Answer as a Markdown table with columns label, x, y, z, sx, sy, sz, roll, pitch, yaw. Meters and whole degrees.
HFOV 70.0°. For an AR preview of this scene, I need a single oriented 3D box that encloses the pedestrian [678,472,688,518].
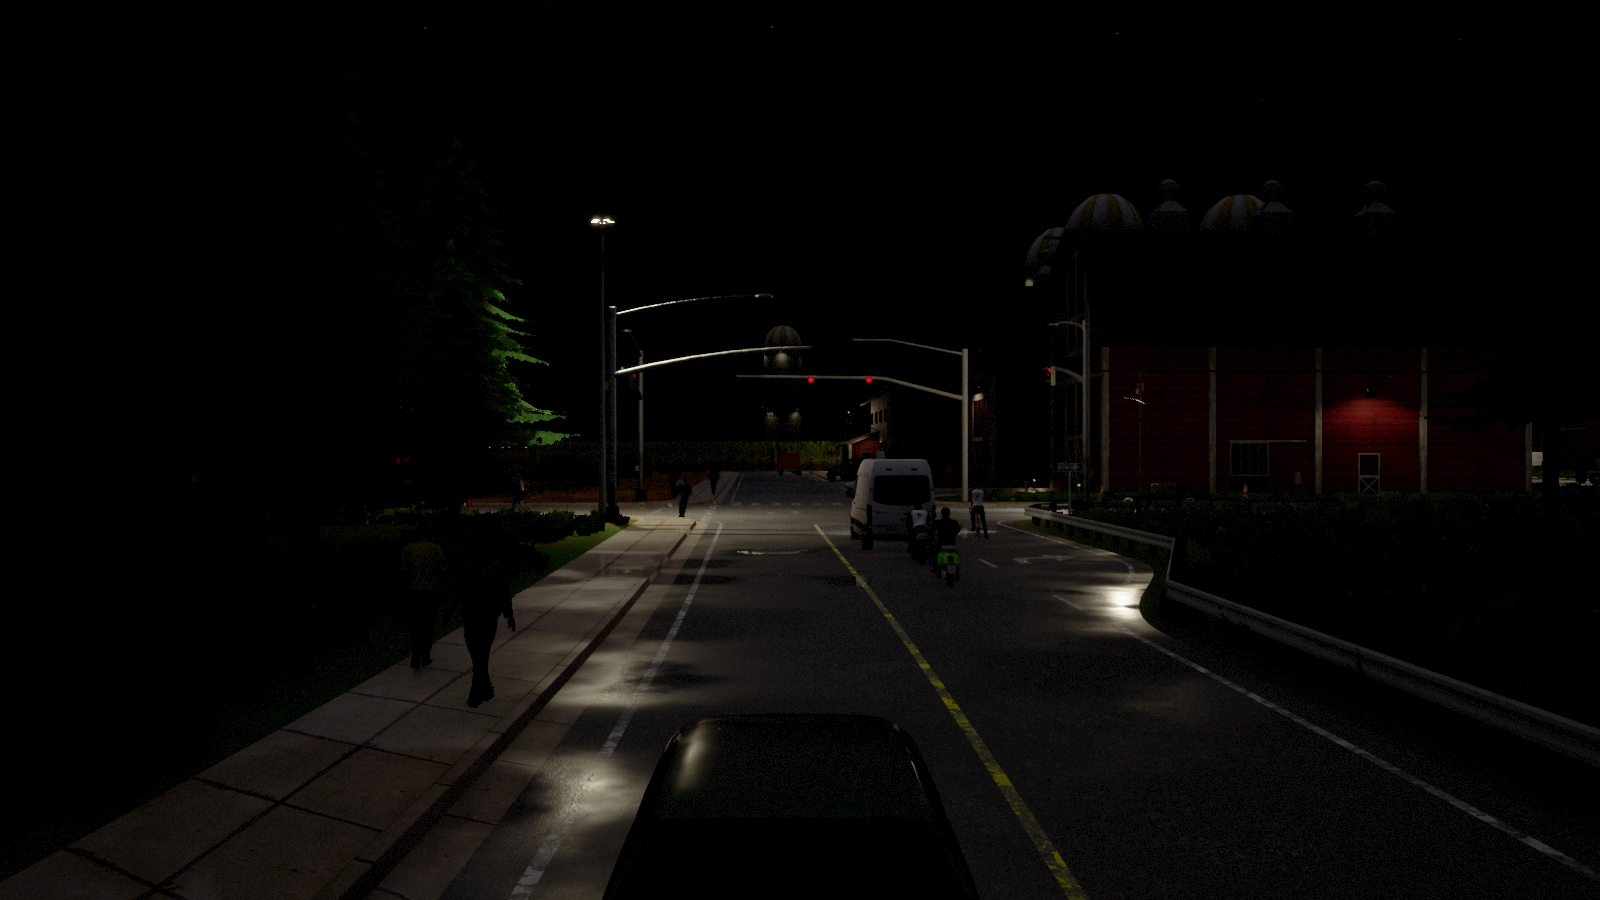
| label | x | y | z | sx | sy | sz | roll | pitch | yaw |
| --- | --- | --- | --- | --- | --- | --- | --- | --- | --- |
| pedestrian | -4.790 | 1.840 | 46.761 | 0.375 | 1.860 | 0.375 | 0 | 0 | -9 |

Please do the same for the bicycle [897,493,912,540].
| label | x | y | z | sx | sy | sz | roll | pitch | yaw |
| --- | --- | --- | --- | --- | --- | --- | --- | --- | --- |
| bicycle | 3.290 | 2.079 | 36.037 | 0.373 | 1.396 | 1.643 | 0 | 0 | 3 |

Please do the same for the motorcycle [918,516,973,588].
| label | x | y | z | sx | sy | sz | roll | pitch | yaw |
| --- | --- | --- | --- | --- | --- | --- | --- | --- | --- |
| motorcycle | 3.041 | 2.115 | 24.014 | 0.856 | 1.316 | 1.805 | 0 | 1 | -2 |

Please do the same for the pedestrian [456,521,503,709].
| label | x | y | z | sx | sy | sz | roll | pitch | yaw |
| --- | --- | --- | --- | --- | --- | --- | --- | --- | --- |
| pedestrian | -3.263 | 1.669 | 11.649 | 0.375 | 1.860 | 0.375 | 0 | 0 | -1 |

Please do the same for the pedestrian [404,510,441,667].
| label | x | y | z | sx | sy | sz | roll | pitch | yaw |
| --- | --- | --- | --- | --- | --- | --- | --- | --- | --- |
| pedestrian | -4.592 | 1.670 | 13.917 | 0.375 | 1.860 | 0.375 | 0 | 0 | -11 |

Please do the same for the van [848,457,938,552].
| label | x | y | z | sx | sy | sz | roll | pitch | yaw |
| --- | --- | --- | --- | --- | --- | --- | --- | --- | --- |
| van | 2.659 | 1.508 | 34.092 | 1.988 | 2.561 | 5.915 | 0 | 0 | -2 |

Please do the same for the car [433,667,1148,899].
| label | x | y | z | sx | sy | sz | roll | pitch | yaw |
| --- | --- | --- | --- | --- | --- | --- | --- | --- | --- |
| car | -0.032 | 1.973 | 4.130 | 1.851 | 1.617 | 3.988 | 0 | 0 | 0 |

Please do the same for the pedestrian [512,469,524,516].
| label | x | y | z | sx | sy | sz | roll | pitch | yaw |
| --- | --- | --- | --- | --- | --- | --- | --- | --- | --- |
| pedestrian | -11.277 | 1.696 | 45.693 | 0.375 | 1.860 | 0.375 | 0 | 0 | 3 |

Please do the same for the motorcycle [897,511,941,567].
| label | x | y | z | sx | sy | sz | roll | pitch | yaw |
| --- | --- | --- | --- | --- | --- | --- | --- | --- | --- |
| motorcycle | 2.898 | 2.159 | 27.998 | 0.803 | 1.199 | 2.033 | 0 | 0 | -2 |
